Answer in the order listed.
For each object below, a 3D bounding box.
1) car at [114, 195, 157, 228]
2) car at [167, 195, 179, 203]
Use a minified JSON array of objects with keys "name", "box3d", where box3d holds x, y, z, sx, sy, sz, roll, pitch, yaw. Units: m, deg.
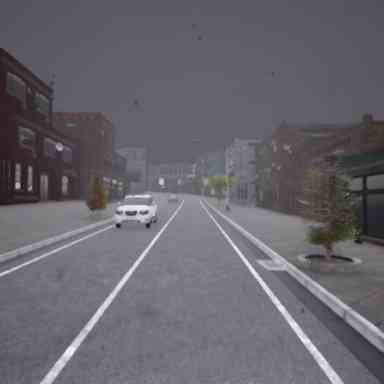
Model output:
[{"name":"car","box3d":[-3.578,1.206,22.172,2.150,2.045,5.566,0,0,0]},{"name":"car","box3d":[-3.542,1.306,63.767,1.812,1.442,4.674,0,1,0]}]
